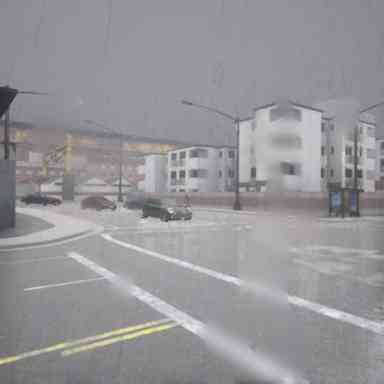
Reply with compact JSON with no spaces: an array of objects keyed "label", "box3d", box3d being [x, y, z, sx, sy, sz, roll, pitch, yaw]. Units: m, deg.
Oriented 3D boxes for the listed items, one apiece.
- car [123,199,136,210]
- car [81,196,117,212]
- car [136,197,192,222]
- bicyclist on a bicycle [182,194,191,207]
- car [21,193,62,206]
[{"label":"car","box3d":[-5.056,1.263,34.728,2.033,1.411,5.357,1,1,-44]},{"label":"car","box3d":[-9.537,1.130,33.763,4.674,1.442,1.812,2,1,41]},{"label":"car","box3d":[-1.957,1.227,24.939,2.097,1.767,4.553,1,1,-37]},{"label":"bicyclist on a bicycle","box3d":[-0.658,1.080,40.840,0.582,1.620,1.656,1,1,44]},{"label":"car","box3d":[-18.116,0.859,39.805,5.357,1.411,2.033,2,0,27]}]
